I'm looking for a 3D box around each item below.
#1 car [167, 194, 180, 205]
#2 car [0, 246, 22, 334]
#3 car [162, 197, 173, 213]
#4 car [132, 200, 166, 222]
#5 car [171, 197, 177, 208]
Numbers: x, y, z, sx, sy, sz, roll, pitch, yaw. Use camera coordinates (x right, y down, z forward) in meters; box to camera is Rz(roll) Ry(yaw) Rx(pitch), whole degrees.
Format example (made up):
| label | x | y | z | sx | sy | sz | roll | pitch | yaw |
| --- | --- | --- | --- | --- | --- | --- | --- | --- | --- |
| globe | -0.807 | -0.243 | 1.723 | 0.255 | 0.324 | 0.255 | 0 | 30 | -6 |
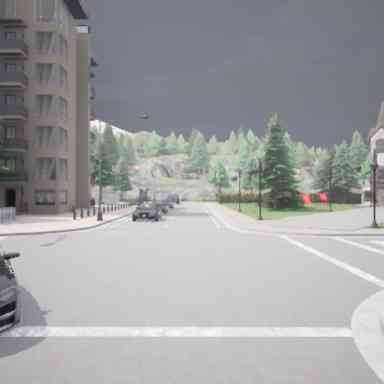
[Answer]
| label | x | y | z | sx | sy | sz | roll | pitch | yaw |
| --- | --- | --- | --- | --- | --- | --- | --- | --- | --- |
| car | -3.439 | 1.304 | 61.708 | 2.150 | 2.045 | 5.566 | 0 | 0 | 0 |
| car | -4.544 | 1.504 | 6.335 | 2.128 | 1.511 | 4.902 | 1 | -1 | -35 |
| car | -3.560 | 1.605 | 36.290 | 2.033 | 1.411 | 5.357 | 0 | 0 | 0 |
| car | -3.556 | 1.607 | 26.959 | 1.994 | 1.385 | 4.181 | 0 | 0 | 1 |
| car | -3.538 | 1.674 | 46.299 | 1.895 | 1.301 | 4.718 | 0 | 0 | 0 |
